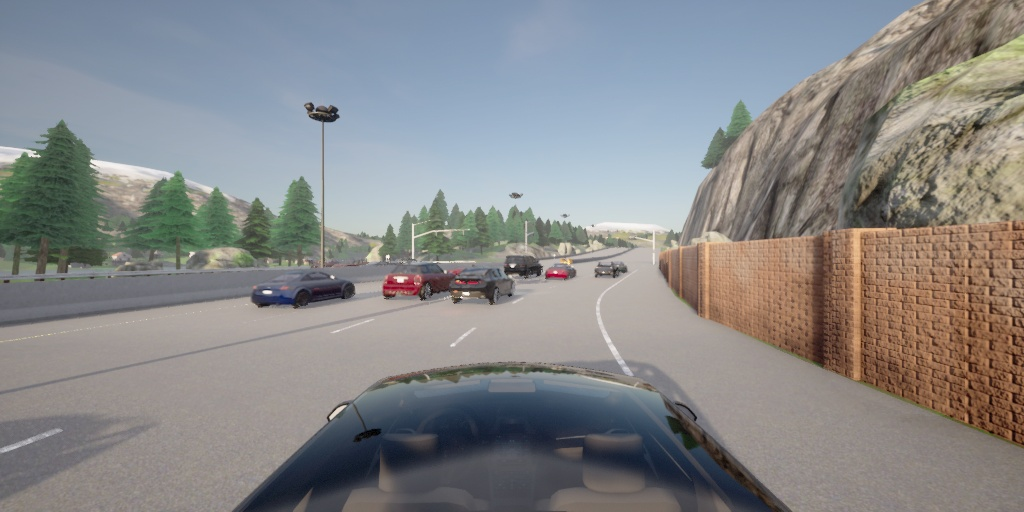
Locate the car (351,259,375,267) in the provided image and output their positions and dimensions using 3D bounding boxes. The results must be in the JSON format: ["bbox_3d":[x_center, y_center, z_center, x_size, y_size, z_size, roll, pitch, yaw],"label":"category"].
[{"bbox_3d":[-15.102,1.312,39.841,1.812,1.442,4.674,0,0,22],"label":"car"}]

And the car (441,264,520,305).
[{"bbox_3d":[-1.198,1.251,16.313,1.837,1.490,4.892,0,-1,14],"label":"car"}]

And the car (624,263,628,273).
[{"bbox_3d":[12.570,1.312,42.603,1.994,1.385,4.181,0,0,23],"label":"car"}]

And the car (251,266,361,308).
[{"bbox_3d":[-8.632,1.313,15.225,1.994,1.385,4.181,0,0,12],"label":"car"}]

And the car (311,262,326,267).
[{"bbox_3d":[-21.584,1.107,42.485,1.994,1.385,4.181,0,0,22],"label":"car"}]

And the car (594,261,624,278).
[{"bbox_3d":[8.941,1.240,33.638,2.128,1.511,4.902,0,0,22],"label":"car"}]

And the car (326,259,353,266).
[{"bbox_3d":[-18.332,1.153,41.191,2.097,1.767,4.553,0,0,22],"label":"car"}]

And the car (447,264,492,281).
[{"bbox_3d":[-3.529,1.349,30.784,1.895,1.301,4.718,0,0,22],"label":"car"}]

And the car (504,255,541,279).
[{"bbox_3d":[1.064,0.970,32.837,2.150,2.045,5.566,0,0,22],"label":"car"}]

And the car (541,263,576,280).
[{"bbox_3d":[4.351,1.312,31.573,1.994,1.385,4.181,0,0,22],"label":"car"}]

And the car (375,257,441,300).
[{"bbox_3d":[-4.371,1.103,17.838,2.097,1.767,4.553,0,0,14],"label":"car"}]
